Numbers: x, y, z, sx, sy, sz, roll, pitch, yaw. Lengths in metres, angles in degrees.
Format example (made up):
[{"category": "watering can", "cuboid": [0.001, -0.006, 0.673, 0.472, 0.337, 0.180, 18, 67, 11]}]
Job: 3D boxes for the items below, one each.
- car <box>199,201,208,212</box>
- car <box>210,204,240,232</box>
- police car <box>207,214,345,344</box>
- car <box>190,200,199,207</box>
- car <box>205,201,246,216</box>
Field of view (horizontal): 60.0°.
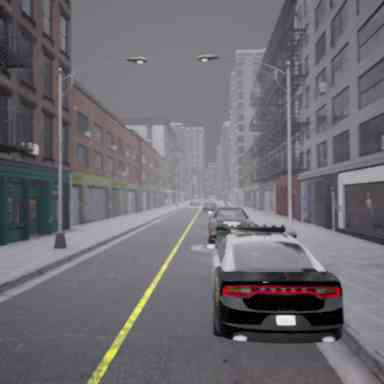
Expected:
[{"category": "car", "cuboid": [2.436, 1.989, 45.699, 2.128, 1.511, 4.902, -1, -1, 3]}, {"category": "car", "cuboid": [2.156, 1.686, 22.962, 1.801, 1.575, 5.366, 0, -1, 3]}, {"category": "police car", "cuboid": [1.347, 1.487, 6.902, 1.930, 1.638, 5.238, 0, -1, 3]}, {"category": "car", "cuboid": [0.640, 2.348, 70.448, 1.812, 1.442, 4.674, -1, -1, 3]}, {"category": "car", "cuboid": [1.841, 1.514, 16.750, 2.097, 1.767, 4.553, -1, -1, 3]}]
